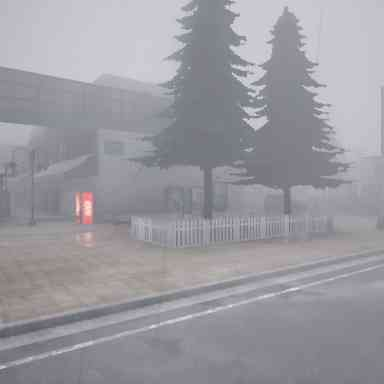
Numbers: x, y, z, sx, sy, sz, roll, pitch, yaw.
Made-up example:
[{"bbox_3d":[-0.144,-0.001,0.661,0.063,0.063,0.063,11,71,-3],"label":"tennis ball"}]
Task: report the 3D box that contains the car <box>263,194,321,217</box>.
[{"bbox_3d":[9.168,1.207,31.102,2.150,2.045,5.566,0,0,-34],"label":"car"}]
